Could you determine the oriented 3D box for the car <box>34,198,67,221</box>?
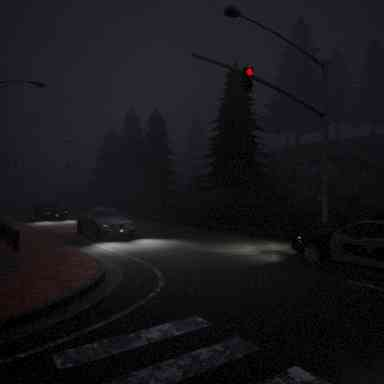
[{"bbox_3d":[-11.777,1.513,27.610,1.837,1.490,4.892,0,1,-35],"label":"car"}]

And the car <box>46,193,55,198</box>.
[{"bbox_3d":[-29.630,1.150,74.683,4.605,1.855,1.932,0,0,-36],"label":"car"}]

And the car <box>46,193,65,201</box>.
[{"bbox_3d":[-31.411,1.152,76.499,3.866,1.878,1.905,0,0,-36],"label":"car"}]

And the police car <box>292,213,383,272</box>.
[{"bbox_3d":[5.278,1.432,9.501,1.930,1.638,5.238,0,0,-35],"label":"police car"}]

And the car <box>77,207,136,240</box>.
[{"bbox_3d":[-4.634,1.537,17.436,1.812,1.442,4.674,0,0,-35],"label":"car"}]
